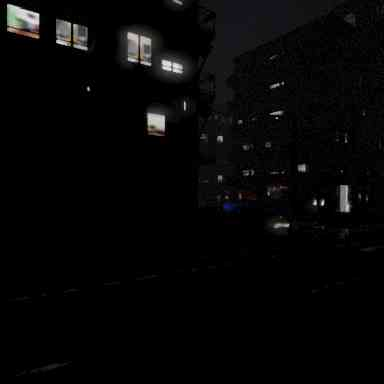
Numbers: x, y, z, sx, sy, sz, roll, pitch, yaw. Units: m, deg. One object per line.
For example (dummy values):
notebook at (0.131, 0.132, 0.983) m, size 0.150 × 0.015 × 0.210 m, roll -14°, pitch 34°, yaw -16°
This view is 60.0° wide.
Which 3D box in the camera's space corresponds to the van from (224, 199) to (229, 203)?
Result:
van at (5.160, 1.672, 38.077) m, size 1.690 × 1.788 × 3.998 m, roll -1°, pitch 0°, yaw -36°

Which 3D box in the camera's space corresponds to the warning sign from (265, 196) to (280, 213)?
warning sign at (8.967, 1.396, 36.953) m, size 1.300 × 1.860 × 1.060 m, roll 1°, pitch 0°, yaw -36°

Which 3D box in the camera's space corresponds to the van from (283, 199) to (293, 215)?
van at (8.479, 1.599, 33.564) m, size 1.690 × 1.788 × 3.998 m, roll -1°, pitch 0°, yaw -36°

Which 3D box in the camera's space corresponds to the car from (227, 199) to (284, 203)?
car at (6.096, 1.766, 32.461) m, size 2.128 × 1.511 × 4.902 m, roll 0°, pitch -1°, yaw -36°

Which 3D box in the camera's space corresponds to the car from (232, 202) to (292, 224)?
car at (5.728, 1.801, 27.550) m, size 1.994 × 1.385 × 4.181 m, roll 0°, pitch -1°, yaw -36°

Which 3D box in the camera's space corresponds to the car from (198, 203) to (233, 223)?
car at (1.744, 1.872, 28.641) m, size 1.802 × 1.307 × 4.206 m, roll -1°, pitch 0°, yaw -36°
